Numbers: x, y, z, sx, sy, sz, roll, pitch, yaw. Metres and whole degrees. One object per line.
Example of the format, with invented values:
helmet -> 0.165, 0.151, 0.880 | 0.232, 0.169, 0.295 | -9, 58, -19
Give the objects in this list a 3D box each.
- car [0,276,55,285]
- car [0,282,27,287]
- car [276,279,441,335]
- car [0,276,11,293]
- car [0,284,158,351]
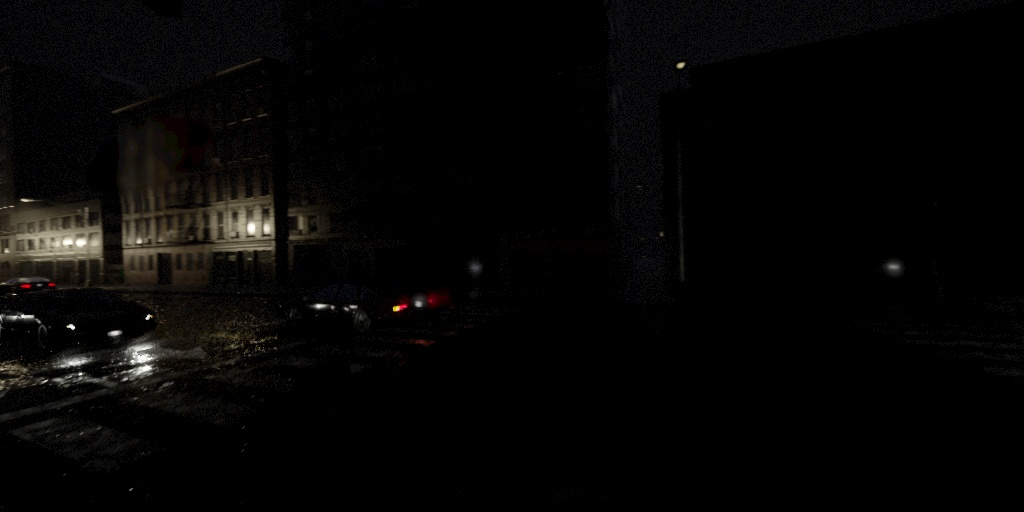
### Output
car -> -37.700, 2.301, 27.838 | 5.357, 1.411, 2.033 | -2, 0, 23
car -> -21.026, 1.880, 13.701 | 4.181, 1.385, 1.994 | -1, 0, 24
car -> -4.769, 1.429, 10.939 | 5.357, 1.411, 2.033 | -2, 0, 27
car -> -46.507, 2.549, 31.508 | 4.181, 1.385, 1.994 | -1, 0, 23
car -> -12.517, 1.637, 10.127 | 5.357, 1.411, 2.033 | -2, 0, 23
